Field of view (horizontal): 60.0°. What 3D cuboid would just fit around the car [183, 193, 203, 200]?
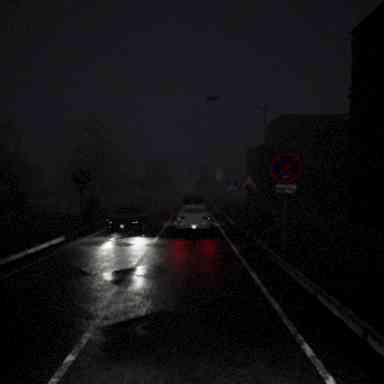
[{"bbox_3d":[0.104,0.885,34.199,1.882,1.535,5.008,0,-3,0],"label":"car"}]

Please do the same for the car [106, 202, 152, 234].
[{"bbox_3d":[-3.346,1.363,18.319,1.837,1.490,4.892,0,1,0],"label":"car"}]

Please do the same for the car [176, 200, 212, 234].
[{"bbox_3d":[0.089,1.386,18.108,1.812,1.442,4.674,0,1,0],"label":"car"}]
